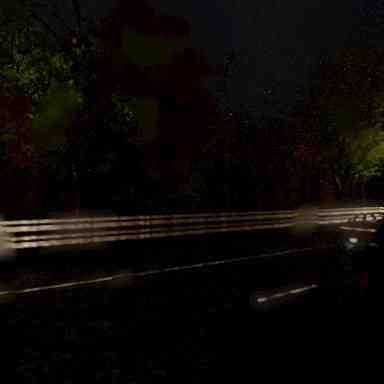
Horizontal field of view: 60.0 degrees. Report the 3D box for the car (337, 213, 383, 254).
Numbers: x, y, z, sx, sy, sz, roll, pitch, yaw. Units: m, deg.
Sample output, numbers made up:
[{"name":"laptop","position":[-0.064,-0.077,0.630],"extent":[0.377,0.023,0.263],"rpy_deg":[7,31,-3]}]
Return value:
[{"name":"car","position":[8.059,1.634,13.983],"extent":[4.902,1.511,2.128],"rpy_deg":[1,0,-36]}]
